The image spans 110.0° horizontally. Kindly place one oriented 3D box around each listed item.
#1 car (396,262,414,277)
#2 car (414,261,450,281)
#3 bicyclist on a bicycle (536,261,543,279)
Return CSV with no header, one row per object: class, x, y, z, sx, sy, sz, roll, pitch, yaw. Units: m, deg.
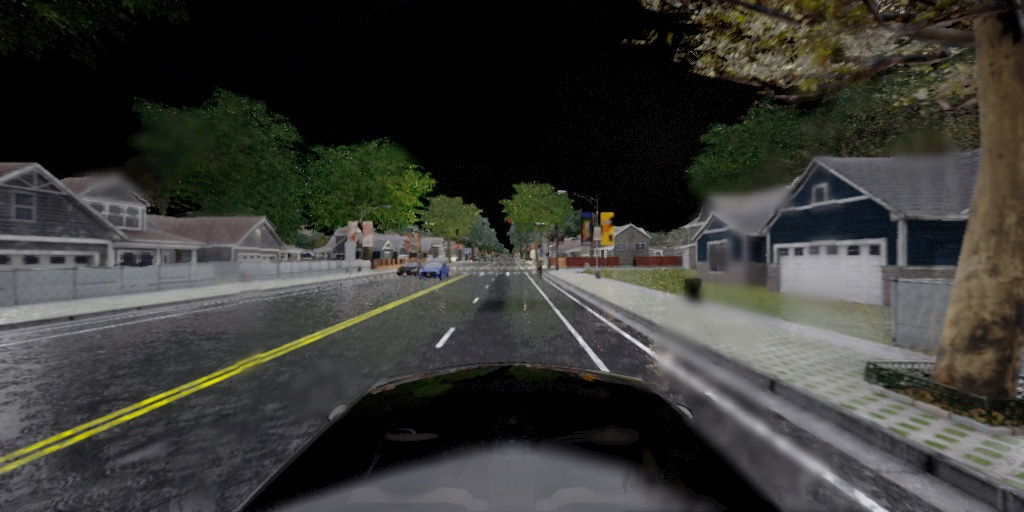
car,-9.792,1.294,35.524,2.033,1.411,5.357,0,0,1
car,-6.574,1.225,30.791,1.882,1.535,5.008,0,0,0
bicyclist on a bicycle,2.253,1.200,29.370,0.582,1.620,1.656,0,0,0
